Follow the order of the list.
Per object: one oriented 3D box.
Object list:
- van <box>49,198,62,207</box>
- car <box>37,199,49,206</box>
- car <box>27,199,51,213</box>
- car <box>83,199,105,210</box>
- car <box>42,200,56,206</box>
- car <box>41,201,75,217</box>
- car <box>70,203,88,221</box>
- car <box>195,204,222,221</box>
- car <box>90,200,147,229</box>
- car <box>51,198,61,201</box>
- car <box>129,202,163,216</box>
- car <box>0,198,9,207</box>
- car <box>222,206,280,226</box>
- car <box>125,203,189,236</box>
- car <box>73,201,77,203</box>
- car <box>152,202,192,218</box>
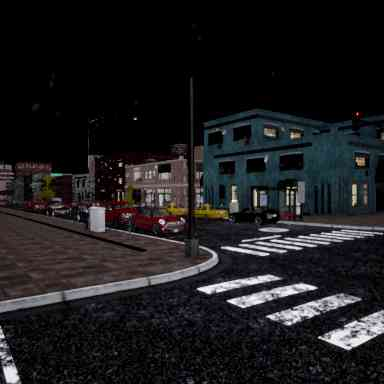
[{"bbox_3d":[-28.983,2.174,70.673,1.690,1.788,3.998,-1,0,-36],"label":"van"},{"bbox_3d":[-35.803,2.495,79.901,1.752,1.417,4.829,-1,0,-36],"label":"car"},{"bbox_3d":[-22.264,1.952,47.551,2.192,1.841,5.009,-1,0,-36],"label":"car"},{"bbox_3d":[-15.533,2.003,52.491,1.967,1.590,4.097,-1,0,-36],"label":"car"},{"bbox_3d":[-32.340,2.445,75.219,1.887,1.381,4.507,-1,0,-36],"label":"car"},{"bbox_3d":[-15.535,2.053,38.460,2.008,1.369,4.403,-1,0,-36],"label":"car"},{"bbox_3d":[-8.811,1.919,29.370,2.008,1.369,4.403,-1,0,-36],"label":"car"},{"bbox_3d":[1.178,1.753,29.901,1.752,1.417,4.829,-1,0,-36],"label":"car"},{"bbox_3d":[-5.454,1.616,24.824,2.192,1.841,5.009,-1,0,-36],"label":"car"},{"bbox_3d":[-25.297,2.265,61.343,1.812,1.442,4.674,-1,0,-35],"label":"car"},{"bbox_3d":[-5.445,1.911,38.855,2.008,1.369,4.403,-1,0,-36],"label":"car"},{"bbox_3d":[-42.470,2.358,74.798,2.192,1.841,5.009,-1,0,-36],"label":"car"},{"bbox_3d":[4.643,1.725,25.219,1.947,1.339,4.313,-1,0,-36],"label":"car"},{"bbox_3d":[-2.089,1.674,20.279,1.967,1.590,4.097,-1,0,-36],"label":"car"},{"bbox_3d":[-22.254,2.279,61.582,1.802,1.307,4.206,-1,0,-36],"label":"car"},{"bbox_3d":[-2.184,1.821,34.446,1.752,1.417,4.829,-1,0,-36],"label":"car"}]
